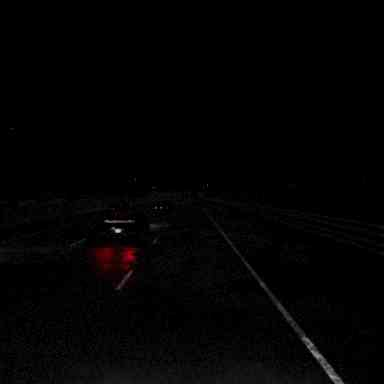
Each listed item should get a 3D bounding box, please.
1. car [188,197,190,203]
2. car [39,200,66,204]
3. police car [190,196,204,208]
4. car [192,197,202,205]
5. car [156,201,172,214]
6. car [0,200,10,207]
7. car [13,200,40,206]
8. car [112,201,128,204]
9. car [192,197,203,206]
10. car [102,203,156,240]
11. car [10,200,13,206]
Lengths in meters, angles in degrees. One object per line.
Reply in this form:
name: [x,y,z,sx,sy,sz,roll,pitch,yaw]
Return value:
car: [0.006,1.942,90.554,2.097,1.767,4.553,0,-1,0]
car: [-17.561,1.800,43.272,1.812,1.442,4.674,0,-1,0]
police car: [1.053,1.832,57.099,1.930,1.638,5.238,0,-1,0]
car: [1.053,1.917,72.961,2.097,1.767,4.553,0,-1,0]
car: [-3.402,1.789,39.532,2.033,1.411,5.357,0,0,0]
car: [-6.898,1.261,7.720,2.150,2.045,5.566,0,0,0]
car: [-21.048,1.759,44.005,1.882,1.535,5.008,0,0,1]
car: [-6.899,1.690,32.286,1.837,1.490,4.892,0,0,0]
car: [1.053,1.857,66.961,2.097,1.767,4.553,0,-1,0]
car: [-3.400,1.582,17.699,2.128,1.511,4.902,0,0,0]
car: [-24.541,1.806,43.900,1.812,1.442,4.674,0,0,1]
